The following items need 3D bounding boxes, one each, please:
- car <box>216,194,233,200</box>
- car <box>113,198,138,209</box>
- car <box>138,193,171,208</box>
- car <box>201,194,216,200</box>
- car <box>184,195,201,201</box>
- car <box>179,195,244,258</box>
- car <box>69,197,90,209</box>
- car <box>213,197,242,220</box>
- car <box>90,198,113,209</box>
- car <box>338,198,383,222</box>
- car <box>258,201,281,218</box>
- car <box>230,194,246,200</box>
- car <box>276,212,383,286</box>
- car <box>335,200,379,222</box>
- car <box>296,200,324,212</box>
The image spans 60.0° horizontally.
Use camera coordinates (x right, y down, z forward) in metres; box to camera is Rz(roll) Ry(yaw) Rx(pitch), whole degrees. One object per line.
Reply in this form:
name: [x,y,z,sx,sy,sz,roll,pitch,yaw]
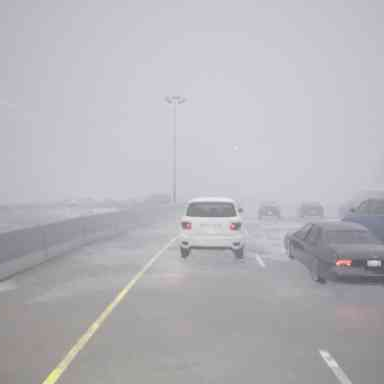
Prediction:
car: [8.084,1.153,82.219,2.033,1.411,5.357,0,0,30]
car: [-7.893,1.522,43.815,2.033,1.411,5.357,0,0,16]
car: [-4.482,1.203,42.969,2.150,2.045,5.566,0,0,16]
car: [4.132,1.284,82.322,1.994,1.385,4.181,0,0,28]
car: [0.180,1.446,82.399,2.033,1.411,5.357,0,0,28]
car: [0.831,1.221,12.990,2.150,2.045,5.566,0,0,5]
car: [-14.727,1.438,45.238,1.882,1.535,5.008,0,0,16]
car: [3.109,1.352,28.614,2.097,1.767,4.553,0,0,11]
car: [-11.278,1.531,44.554,1.994,1.385,4.181,0,0,16]
car: [7.873,1.234,13.315,2.150,2.045,5.566,0,0,6]
car: [6.840,1.533,29.534,1.812,1.442,4.674,0,0,11]
car: [11.126,1.160,80.489,2.033,1.411,5.357,0,0,30]
car: [4.029,1.554,9.531,2.033,1.411,5.357,0,0,4]
car: [13.662,1.513,27.899,2.128,1.511,4.902,0,0,12]
car: [10.474,1.492,29.747,1.882,1.535,5.008,0,0,12]
